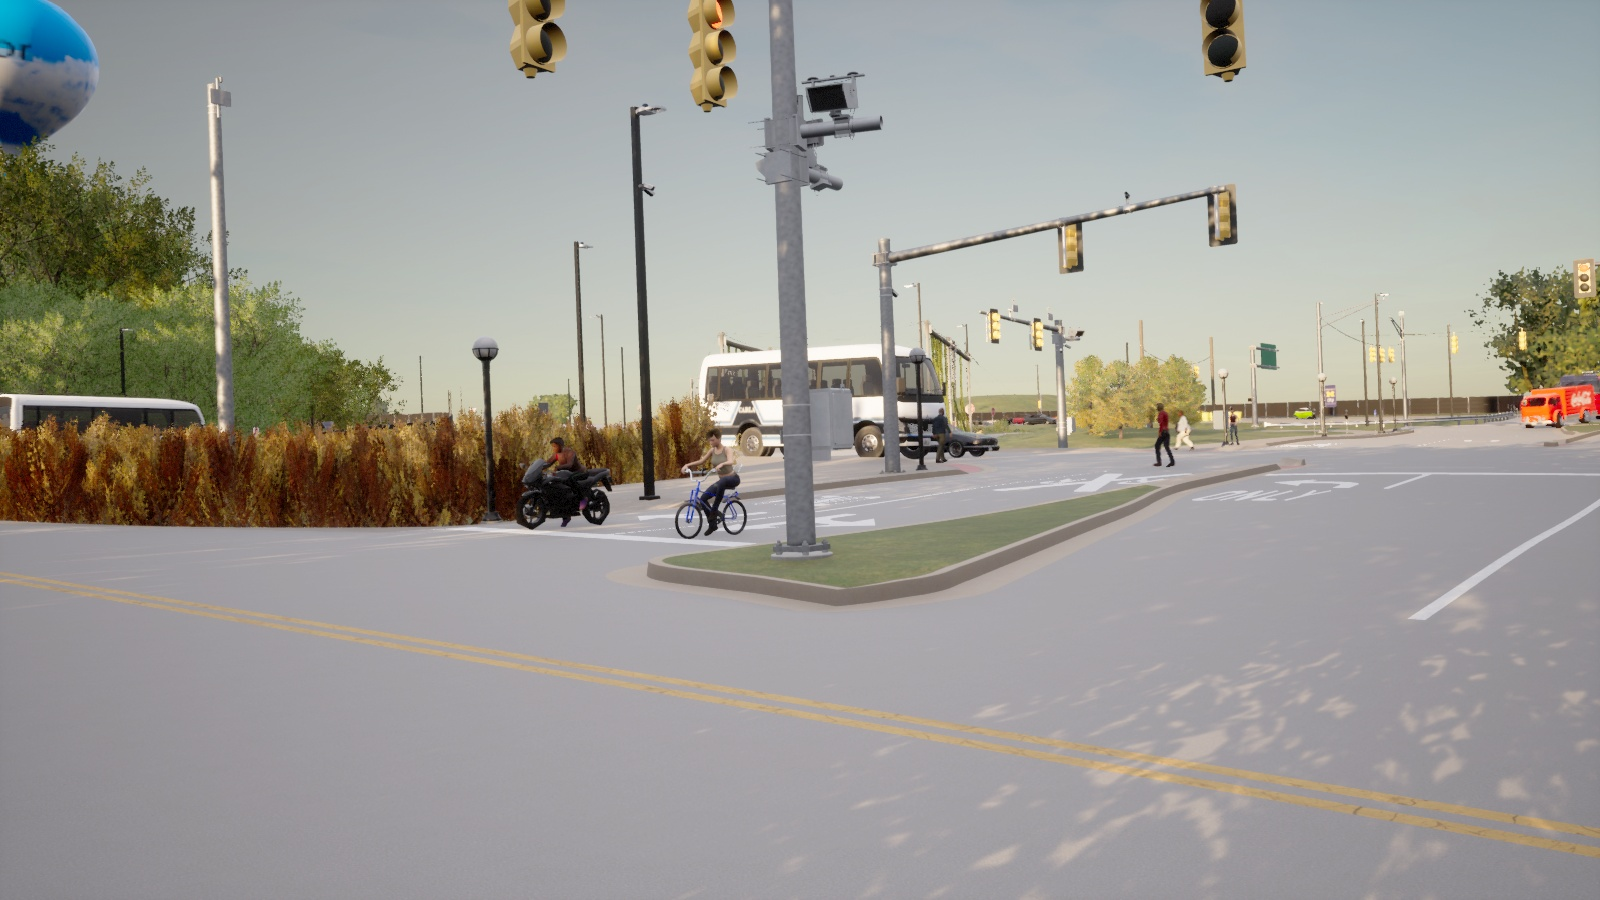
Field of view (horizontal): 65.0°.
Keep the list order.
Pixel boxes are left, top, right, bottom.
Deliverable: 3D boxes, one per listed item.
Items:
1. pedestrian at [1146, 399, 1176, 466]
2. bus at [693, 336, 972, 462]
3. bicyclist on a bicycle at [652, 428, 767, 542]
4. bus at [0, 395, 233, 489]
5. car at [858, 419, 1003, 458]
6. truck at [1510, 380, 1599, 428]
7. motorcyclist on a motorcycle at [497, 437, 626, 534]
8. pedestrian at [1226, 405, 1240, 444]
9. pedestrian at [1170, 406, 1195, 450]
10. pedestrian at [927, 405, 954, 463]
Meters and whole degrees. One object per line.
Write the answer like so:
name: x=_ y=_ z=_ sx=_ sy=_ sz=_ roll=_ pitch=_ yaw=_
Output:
pedestrian: x=10.068 y=-0.485 z=35.017 sx=0.636 sy=1.846 sz=0.331 roll=-3 pitch=0 yaw=44
bus: x=1.021 y=-1.757 z=47.453 sx=10.273 sy=4.253 sz=3.944 roll=0 pitch=1 yaw=41
bicyclist on a bicycle: x=-1.329 y=0.497 z=18.664 sx=0.866 sy=1.612 sz=1.509 roll=-1 pitch=0 yaw=41
bus: x=-34.373 y=-0.361 z=62.916 sx=3.944 sy=4.253 sz=10.273 roll=-2 pitch=-1 yaw=33
car: x=5.063 y=-0.437 z=49.106 sx=5.357 sy=1.411 sz=2.033 roll=0 pitch=1 yaw=37
truck: x=47.924 y=-2.911 z=79.616 sx=5.204 sy=2.467 sz=2.627 roll=-7 pitch=2 yaw=-31
motorcyclist on a motorcycle: x=-3.960 y=0.558 z=20.982 sx=0.797 sy=1.523 sz=2.044 roll=-1 pitch=0 yaw=39
pedestrian: x=20.984 y=-1.231 z=60.857 sx=0.345 sy=1.836 sz=0.594 roll=-3 pitch=0 yaw=39
pedestrian: x=16.634 y=-0.938 z=54.614 sx=0.900 sy=1.855 sz=0.874 roll=-2 pitch=0 yaw=21
pedestrian: x=4.573 y=-0.512 z=40.738 sx=0.726 sy=1.842 sz=0.402 roll=-2 pitch=0 yaw=-40
